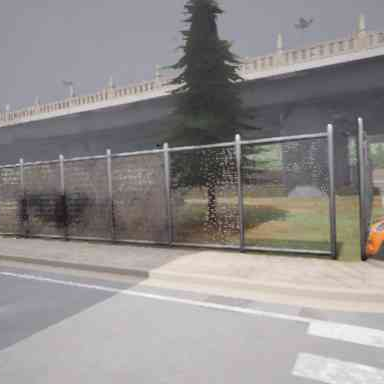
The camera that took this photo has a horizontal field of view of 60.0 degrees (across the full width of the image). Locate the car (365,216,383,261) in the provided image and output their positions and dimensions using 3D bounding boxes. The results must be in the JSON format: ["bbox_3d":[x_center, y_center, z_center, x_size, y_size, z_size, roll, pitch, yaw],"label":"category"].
[{"bbox_3d":[6.062,0.737,6.628,4.553,1.767,2.097,2,5,36],"label":"car"}]
